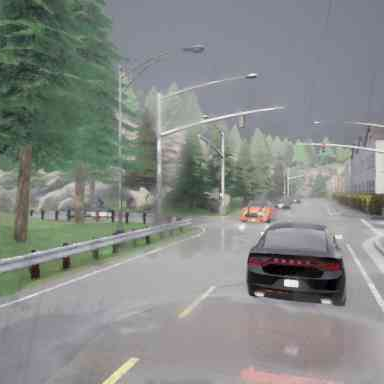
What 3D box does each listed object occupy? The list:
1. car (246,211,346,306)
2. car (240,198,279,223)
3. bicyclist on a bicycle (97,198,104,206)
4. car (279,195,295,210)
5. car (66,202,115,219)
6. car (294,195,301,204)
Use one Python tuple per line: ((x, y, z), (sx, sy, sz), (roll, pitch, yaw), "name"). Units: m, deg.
((2.648, 1.478, 8.243), (1.882, 1.535, 5.008), (0, 0, 21), "car")
((5.043, 1.358, 25.053), (2.097, 1.767, 4.553), (0, 0, 21), "car")
((-10.098, 1.417, 36.692), (0.582, 1.620, 1.656), (-2, 5, 20), "bicyclist on a bicycle")
((11.509, 1.491, 42.138), (2.128, 1.511, 4.902), (0, 0, 21), "car")
((-8.744, 1.579, 28.671), (4.181, 1.385, 1.994), (0, 0, 20), "car")
((19.277, 1.350, 62.418), (2.097, 1.767, 4.553), (0, 0, 21), "car")
